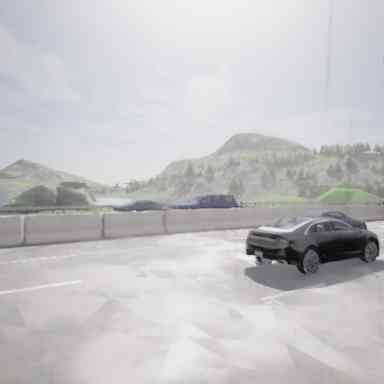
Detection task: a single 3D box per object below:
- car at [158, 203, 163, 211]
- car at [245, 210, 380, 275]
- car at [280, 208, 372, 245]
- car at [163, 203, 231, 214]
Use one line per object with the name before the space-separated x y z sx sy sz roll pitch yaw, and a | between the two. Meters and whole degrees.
car | -0.406 1.555 28.480 4.718 1.301 1.895 0 0 -30
car | 3.874 1.482 10.364 4.902 1.511 2.128 0 0 -32
car | 6.496 1.551 16.039 4.181 1.385 1.994 0 0 -31
car | 1.008 1.183 25.253 5.566 2.045 2.150 0 0 -30
